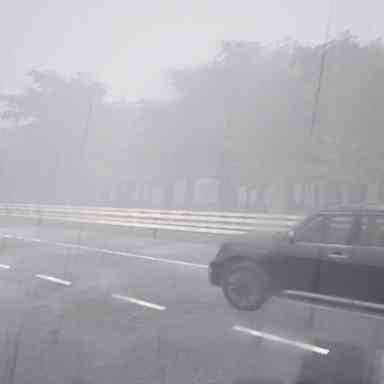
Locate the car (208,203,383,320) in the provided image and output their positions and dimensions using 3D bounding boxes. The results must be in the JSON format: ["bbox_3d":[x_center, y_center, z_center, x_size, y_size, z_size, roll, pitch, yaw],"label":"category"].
[{"bbox_3d":[2.989,1.223,6.035,5.566,2.045,2.150,0,0,35],"label":"car"}]
